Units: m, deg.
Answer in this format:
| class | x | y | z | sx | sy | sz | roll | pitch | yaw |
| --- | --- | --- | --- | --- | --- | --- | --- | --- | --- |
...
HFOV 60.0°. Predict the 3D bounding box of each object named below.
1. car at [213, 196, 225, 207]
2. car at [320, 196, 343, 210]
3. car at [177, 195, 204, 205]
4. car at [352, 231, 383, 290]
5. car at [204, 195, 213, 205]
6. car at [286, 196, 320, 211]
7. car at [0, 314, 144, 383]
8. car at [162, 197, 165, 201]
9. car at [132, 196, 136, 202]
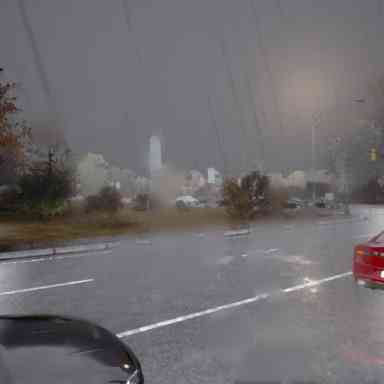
| class | x | y | z | sx | sy | sz | roll | pitch | yaw |
| --- | --- | --- | --- | --- | --- | --- | --- | --- | --- |
| car | 5.456 | 1.143 | 44.308 | 2.097 | 1.767 | 4.553 | -1 | 0 | -39 |
| car | 14.767 | 1.247 | 38.287 | 2.128 | 1.511 | 4.902 | -1 | 0 | -39 |
| car | -0.784 | 1.321 | 52.114 | 1.812 | 1.442 | 4.674 | -1 | 0 | -38 |
| car | 5.815 | 1.445 | 7.879 | 5.008 | 1.535 | 1.882 | 0 | 0 | -35 |
| car | 2.705 | 1.256 | 53.359 | 2.128 | 1.511 | 4.902 | -1 | 0 | -39 |
| car | 11.153 | 1.277 | 37.188 | 2.128 | 1.511 | 4.902 | -1 | 0 | -39 |
| car | -2.610 | 1.492 | 1.867 | 4.902 | 1.511 | 2.128 | 0 | 0 | -36 |
| car | -7.218 | 1.266 | 65.916 | 2.128 | 1.511 | 4.902 | -1 | 0 | -38 |
| car | -9.860 | 1.329 | 63.614 | 1.812 | 1.442 | 4.674 | -1 | 0 | -38 |
